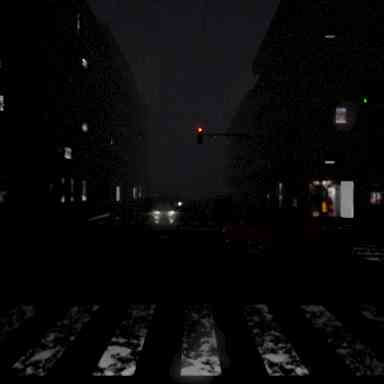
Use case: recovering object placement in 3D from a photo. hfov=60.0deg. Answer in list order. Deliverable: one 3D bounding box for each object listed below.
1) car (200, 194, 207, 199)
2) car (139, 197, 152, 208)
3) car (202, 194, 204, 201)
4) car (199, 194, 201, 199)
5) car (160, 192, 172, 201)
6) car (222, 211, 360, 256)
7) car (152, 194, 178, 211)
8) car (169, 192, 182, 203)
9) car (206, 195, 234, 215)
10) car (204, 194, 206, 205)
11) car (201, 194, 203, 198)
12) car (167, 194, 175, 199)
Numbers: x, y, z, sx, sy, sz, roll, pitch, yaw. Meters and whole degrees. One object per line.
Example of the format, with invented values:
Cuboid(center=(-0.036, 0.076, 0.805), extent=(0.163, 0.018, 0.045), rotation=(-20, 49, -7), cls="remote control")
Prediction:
Cuboid(center=(2.947, 1.131, 86.569), extent=(1.887, 1.381, 4.507), rotation=(0, 0, 0), cls="car")
Cuboid(center=(-5.564, 1.338, 42.210), extent=(1.947, 1.339, 4.313), rotation=(0, 0, 0), cls="car")
Cuboid(center=(2.833, 1.291, 47.734), extent=(1.887, 1.381, 4.507), rotation=(0, 0, 0), cls="car")
Cuboid(center=(2.898, 1.188, 69.926), extent=(1.887, 1.381, 4.507), rotation=(0, 0, 0), cls="car")
Cuboid(center=(-5.482, 0.957, 69.949), extent=(2.192, 1.841, 5.009), rotation=(0, 0, 0), cls="car")
Cuboid(center=(3.542, 1.530, 12.332), extent=(4.718, 1.301, 1.895), rotation=(1, 0, 0), cls="car")
Cuboid(center=(-2.985, 1.272, 37.508), extent=(1.882, 1.535, 5.008), rotation=(0, 0, 0), cls="car")
Cuboid(center=(-2.839, 1.244, 61.754), extent=(1.994, 1.385, 4.181), rotation=(0, 0, 1), cls="car")
Cuboid(center=(2.783, 1.140, 31.086), extent=(2.192, 1.841, 5.009), rotation=(0, 0, 0), cls="car")
Cuboid(center=(2.817, 1.297, 42.354), extent=(1.752, 1.417, 4.829), rotation=(0, 0, 0), cls="car")
Cuboid(center=(2.849, 1.271, 53.282), extent=(2.008, 1.369, 4.403), rotation=(0, 0, 0), cls="car")
Cuboid(center=(-5.433, 1.136, 86.594), extent=(2.008, 1.369, 4.403), rotation=(0, 0, 0), cls="car")
